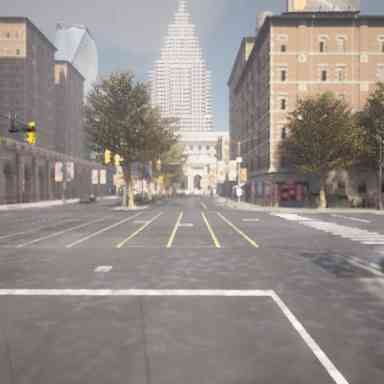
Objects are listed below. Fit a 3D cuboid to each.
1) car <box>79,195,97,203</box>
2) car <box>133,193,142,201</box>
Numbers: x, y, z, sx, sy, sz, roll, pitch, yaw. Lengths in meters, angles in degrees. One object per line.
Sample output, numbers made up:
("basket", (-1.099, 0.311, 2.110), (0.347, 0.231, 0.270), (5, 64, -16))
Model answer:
("car", (-18.269, 1.253, 58.398), (1.895, 1.301, 4.718), (0, 0, 0))
("car", (-11.524, 1.089, 70.325), (1.837, 1.490, 4.892), (0, 0, 0))
